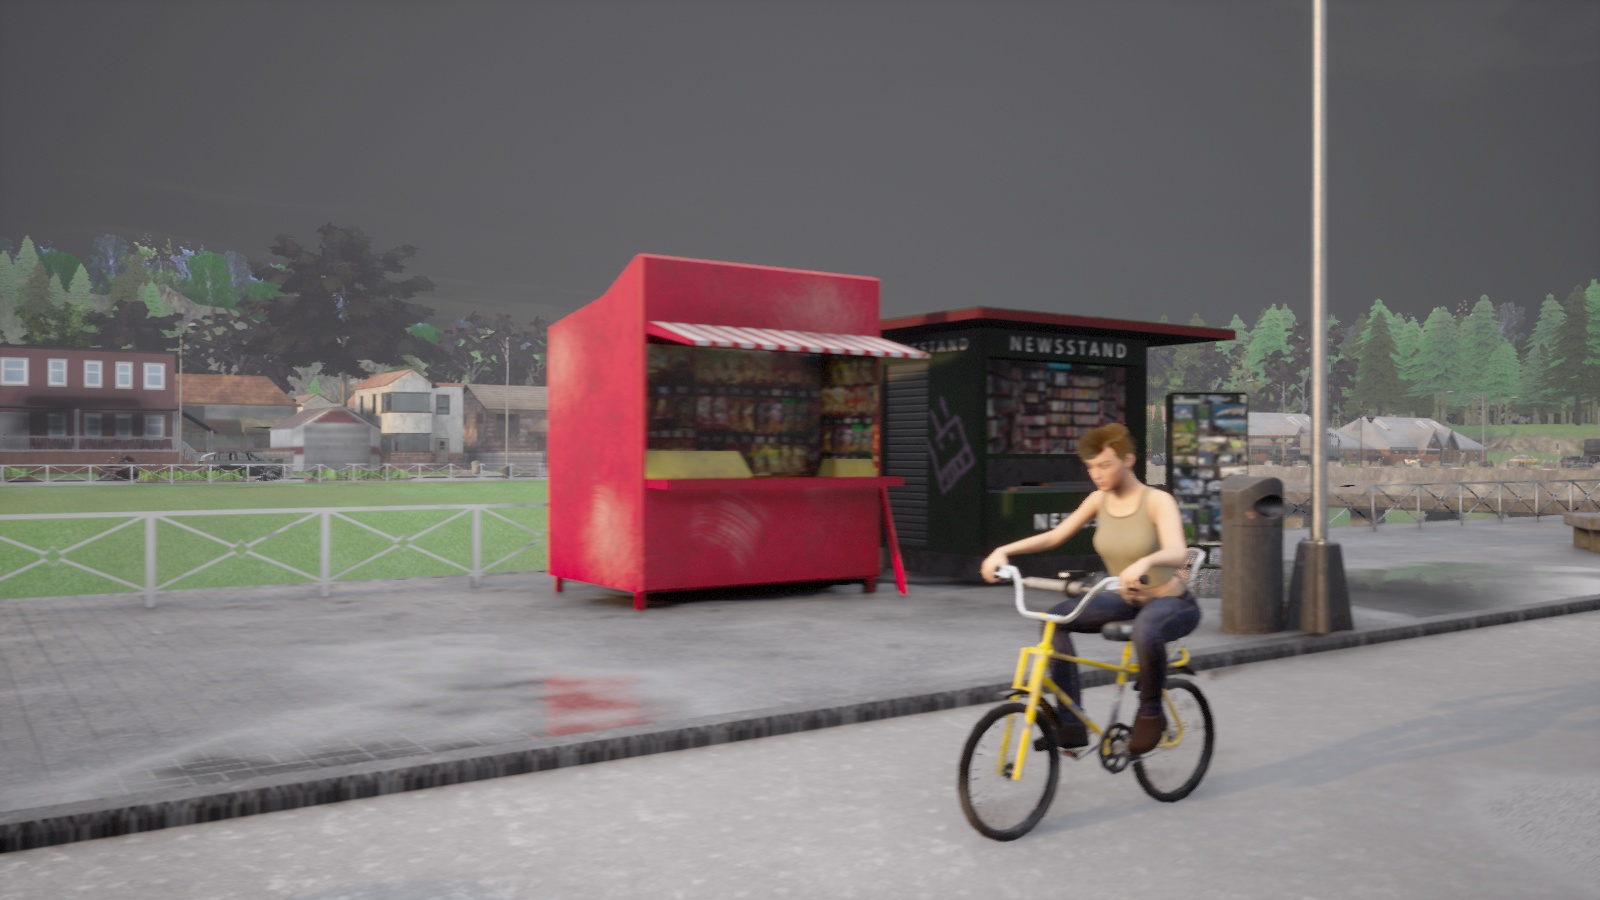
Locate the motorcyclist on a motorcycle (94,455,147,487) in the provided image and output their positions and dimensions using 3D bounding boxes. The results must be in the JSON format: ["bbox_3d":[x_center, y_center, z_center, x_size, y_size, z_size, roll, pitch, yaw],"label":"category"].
[{"bbox_3d":[-33.154,1.000,61.247,2.191,1.530,0.866,0,0,-35],"label":"motorcyclist on a motorcycle"}]

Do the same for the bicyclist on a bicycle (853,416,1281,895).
[{"bbox_3d":[1.078,0.691,5.012,1.509,1.612,0.866,0,0,-35],"label":"bicyclist on a bicycle"}]

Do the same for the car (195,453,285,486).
[{"bbox_3d":[-27.018,0.929,60.641,3.705,1.549,1.789,0,0,-35],"label":"car"}]
